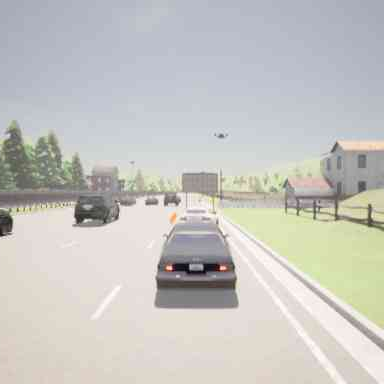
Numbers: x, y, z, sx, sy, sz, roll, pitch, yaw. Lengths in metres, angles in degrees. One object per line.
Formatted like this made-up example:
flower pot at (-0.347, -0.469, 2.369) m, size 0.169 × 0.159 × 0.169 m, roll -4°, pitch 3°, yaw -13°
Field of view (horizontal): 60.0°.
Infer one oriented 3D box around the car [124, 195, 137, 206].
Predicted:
car at (-10.334, 1.517, 53.862) m, size 2.033 × 1.411 × 5.357 m, roll 0°, pitch 0°, yaw 3°

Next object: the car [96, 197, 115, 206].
car at (-13.815, 1.497, 53.275) m, size 1.812 × 1.442 × 4.674 m, roll 0°, pitch 0°, yaw 0°

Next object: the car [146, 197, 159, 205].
car at (-6.807, 1.530, 57.358) m, size 1.994 × 1.385 × 4.181 m, roll 0°, pitch 0°, yaw 0°

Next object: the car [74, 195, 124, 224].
car at (-6.860, 1.209, 24.531) m, size 2.150 × 2.045 × 5.566 m, roll 0°, pitch 0°, yaw 0°

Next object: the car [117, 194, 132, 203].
car at (-13.788, 1.315, 68.201) m, size 2.097 × 1.767 × 4.553 m, roll 0°, pitch 0°, yaw 0°

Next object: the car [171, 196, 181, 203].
car at (-3.288, 1.526, 68.893) m, size 1.994 × 1.385 × 4.181 m, roll 0°, pitch 0°, yaw 0°

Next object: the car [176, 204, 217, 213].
car at (0.405, 1.532, 18.744) m, size 1.812 × 1.442 × 4.674 m, roll -1°, pitch -1°, yaw 8°

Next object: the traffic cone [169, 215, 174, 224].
traffic cone at (-1.449, 1.942, 23.497) m, size 0.340 × 0.580 × 0.340 m, roll 0°, pitch 0°, yaw 0°

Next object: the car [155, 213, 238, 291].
car at (0.112, 1.542, 9.140) m, size 2.033 × 1.411 × 5.357 m, roll 0°, pitch 0°, yaw 1°

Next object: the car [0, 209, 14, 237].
car at (-10.376, 1.214, 14.972) m, size 2.150 × 2.045 × 5.566 m, roll 0°, pitch 0°, yaw 0°

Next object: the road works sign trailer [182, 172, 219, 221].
road works sign trailer at (0.525, 0.452, 22.354) m, size 2.380 × 3.560 × 2.880 m, roll 0°, pitch 0°, yaw -2°

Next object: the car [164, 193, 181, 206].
car at (-3.313, 1.192, 53.678) m, size 2.150 × 2.045 × 5.566 m, roll 0°, pitch 0°, yaw 0°
